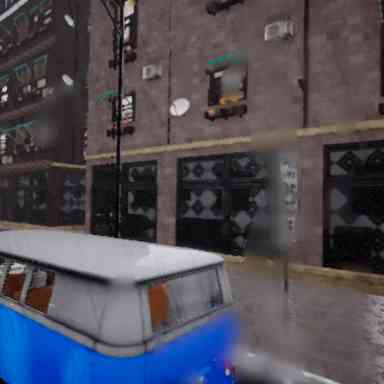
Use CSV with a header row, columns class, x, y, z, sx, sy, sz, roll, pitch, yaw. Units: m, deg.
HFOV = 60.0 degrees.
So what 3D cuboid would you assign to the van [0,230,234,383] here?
class,x,y,z,sx,sy,sz,roll,pitch,yaw
van,-1.432,1.434,3.980,3.998,1.788,1.690,0,-2,39
